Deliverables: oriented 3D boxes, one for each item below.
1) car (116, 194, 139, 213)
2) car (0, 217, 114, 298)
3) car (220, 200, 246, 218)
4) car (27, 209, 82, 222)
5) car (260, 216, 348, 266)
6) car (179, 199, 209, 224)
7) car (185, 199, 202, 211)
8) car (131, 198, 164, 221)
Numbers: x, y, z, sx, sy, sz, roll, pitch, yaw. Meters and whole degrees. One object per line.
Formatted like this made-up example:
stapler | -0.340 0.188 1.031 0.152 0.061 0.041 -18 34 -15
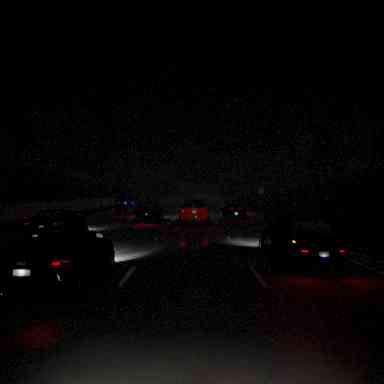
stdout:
car | -6.825 1.231 36.764 2.150 2.045 5.566 0 0 0
car | -3.369 1.566 8.579 1.994 1.385 4.181 0 0 0
car | 3.659 1.516 29.804 1.837 1.490 4.892 0 0 0
car | -6.866 1.567 17.035 1.994 1.385 4.181 0 0 0
car | 3.625 1.531 11.410 1.812 1.442 4.674 0 0 0
car | 0.149 1.359 24.630 2.097 1.767 4.553 0 0 0
car | 0.220 1.578 42.397 1.994 1.385 4.181 0 0 1
car | -3.347 1.485 27.045 1.882 1.535 5.008 0 0 0
